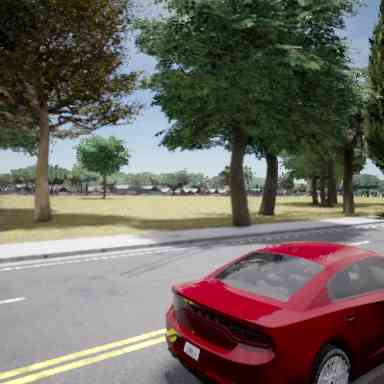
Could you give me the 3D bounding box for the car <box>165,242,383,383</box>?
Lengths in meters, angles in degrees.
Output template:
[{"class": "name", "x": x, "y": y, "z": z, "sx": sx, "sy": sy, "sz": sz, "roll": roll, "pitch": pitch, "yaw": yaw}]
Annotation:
[{"class": "car", "x": 2.012, "y": 1.488, "z": 4.872, "sx": 5.008, "sy": 1.535, "sz": 1.882, "roll": 0, "pitch": 0, "yaw": -35}]
